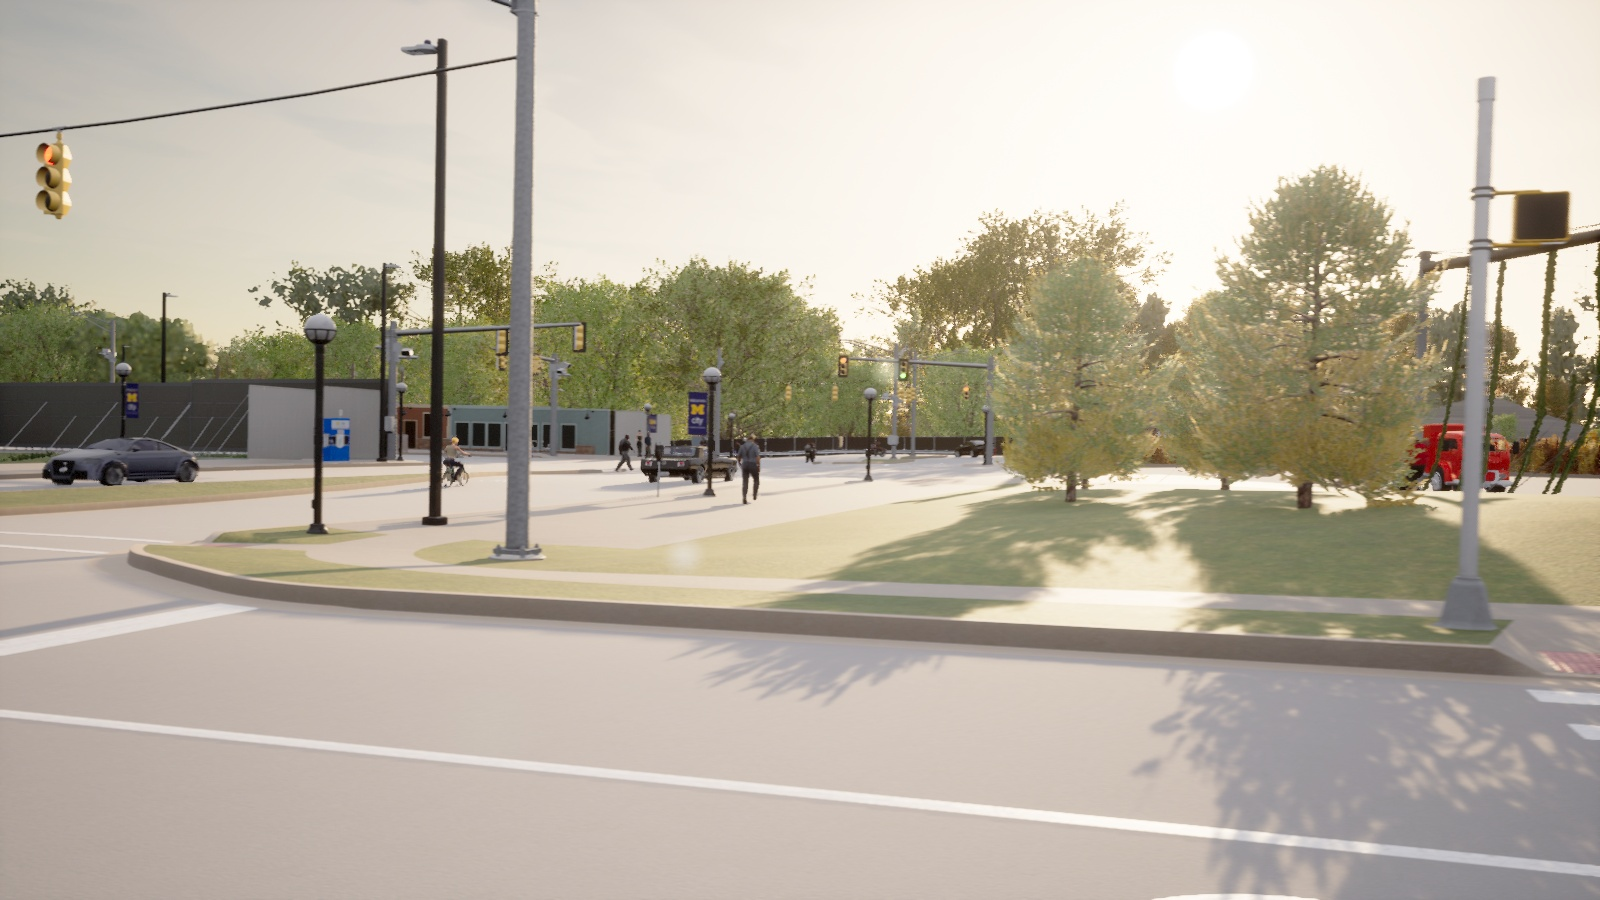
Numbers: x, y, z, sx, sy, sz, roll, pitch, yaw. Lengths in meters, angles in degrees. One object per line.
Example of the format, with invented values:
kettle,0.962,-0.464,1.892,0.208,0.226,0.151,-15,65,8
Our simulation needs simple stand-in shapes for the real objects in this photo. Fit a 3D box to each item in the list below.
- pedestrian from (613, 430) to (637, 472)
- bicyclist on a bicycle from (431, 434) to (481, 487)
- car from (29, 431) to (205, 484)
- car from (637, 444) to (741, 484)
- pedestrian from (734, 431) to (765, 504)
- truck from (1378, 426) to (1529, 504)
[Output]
pedestrian,-8.089,0.039,58.035,0.849,1.883,0.563,2,2,22
bicyclist on a bicycle,-10.958,0.308,40.031,0.866,1.612,1.509,2,2,15
car,-19.524,0.180,36.096,1.994,1.385,4.181,2,1,19
car,-3.837,0.474,44.379,1.895,1.301,4.718,1,0,19
pedestrian,-1.303,0.442,32.449,0.540,1.848,0.694,2,2,15
truck,22.710,0.501,43.944,2.627,2.467,5.204,2,0,2
